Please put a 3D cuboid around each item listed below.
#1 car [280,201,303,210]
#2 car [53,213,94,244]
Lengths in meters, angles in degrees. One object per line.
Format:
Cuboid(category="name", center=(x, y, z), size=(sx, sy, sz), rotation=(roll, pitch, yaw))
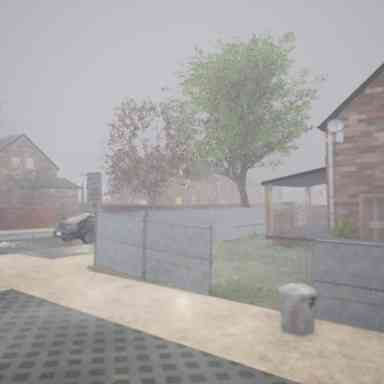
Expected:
Cuboid(category="car", center=(12.722, 2.176, 42.444), size=(2.150, 2.045, 5.566), rotation=(-2, -2, 35))
Cuboid(category="car", center=(-4.815, 1.786, 17.166), size=(1.812, 1.442, 4.674), rotation=(-2, -2, 35))
